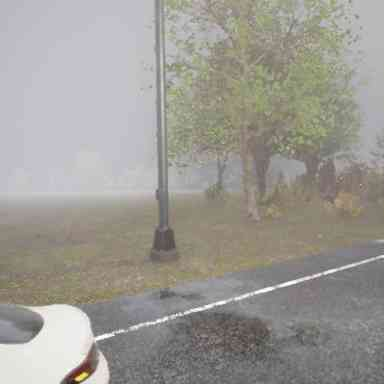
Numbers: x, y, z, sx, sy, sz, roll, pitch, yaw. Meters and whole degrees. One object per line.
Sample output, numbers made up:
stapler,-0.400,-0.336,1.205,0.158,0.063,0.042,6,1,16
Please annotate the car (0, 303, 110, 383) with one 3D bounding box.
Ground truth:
car,-2.851,1.559,1.961,4.674,1.442,1.812,-2,1,-35
